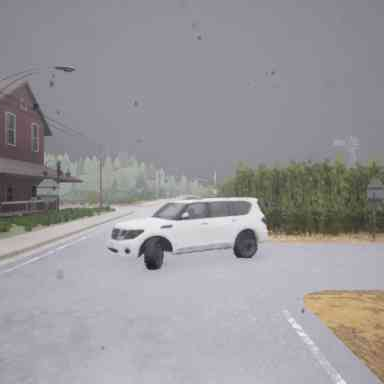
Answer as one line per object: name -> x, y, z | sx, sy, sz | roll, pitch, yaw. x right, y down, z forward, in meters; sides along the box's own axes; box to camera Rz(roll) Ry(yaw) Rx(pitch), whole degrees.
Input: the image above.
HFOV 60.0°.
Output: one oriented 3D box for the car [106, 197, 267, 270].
car -> -0.016, 1.219, 11.297 | 5.566, 2.045, 2.150 | 0, -1, -29
